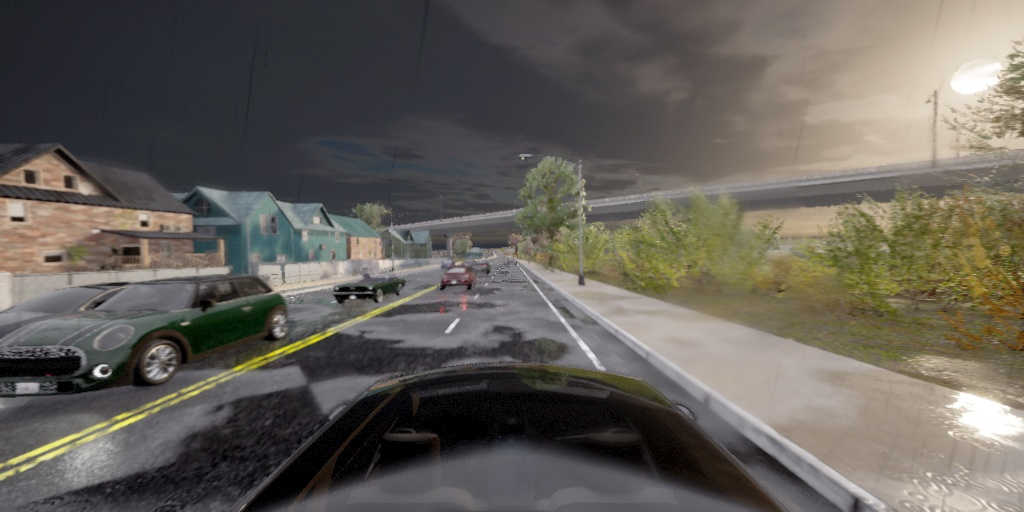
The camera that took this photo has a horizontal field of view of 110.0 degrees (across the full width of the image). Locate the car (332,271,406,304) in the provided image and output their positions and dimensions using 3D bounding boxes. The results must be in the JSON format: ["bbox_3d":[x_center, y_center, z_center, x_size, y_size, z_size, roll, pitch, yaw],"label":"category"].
[{"bbox_3d":[-6.688,1.438,17.277,1.895,1.301,4.718,-1,0,0],"label":"car"}]

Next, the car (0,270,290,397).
[{"bbox_3d":[-6.681,1.212,7.163,2.097,1.767,4.553,-1,0,-1],"label":"car"}]

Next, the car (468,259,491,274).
[{"bbox_3d":[-3.382,1.229,40.066,2.128,1.511,4.902,-1,0,0],"label":"car"}]

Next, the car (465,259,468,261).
[{"bbox_3d":[-6.834,1.274,57.353,2.128,1.511,4.902,-1,0,0],"label":"car"}]

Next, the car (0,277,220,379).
[{"bbox_3d":[-9.930,1.421,8.599,1.837,1.490,4.892,-1,0,0],"label":"car"}]

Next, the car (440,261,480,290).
[{"bbox_3d":[-3.308,1.289,22.674,1.812,1.442,4.674,-1,0,0],"label":"car"}]

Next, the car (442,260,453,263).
[{"bbox_3d":[-10.082,1.368,57.341,1.812,1.442,4.674,-1,0,0],"label":"car"}]
